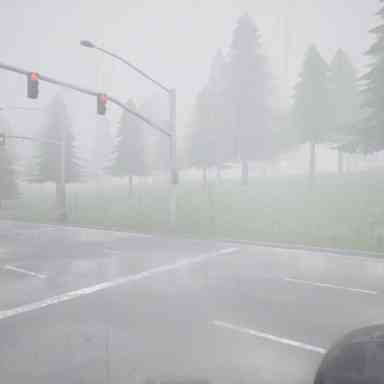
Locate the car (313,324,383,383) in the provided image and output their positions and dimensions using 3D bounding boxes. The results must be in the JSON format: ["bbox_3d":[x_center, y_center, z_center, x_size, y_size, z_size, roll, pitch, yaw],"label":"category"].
[{"bbox_3d":[3.180,1.505,1.718,4.892,1.490,1.837,0,0,36],"label":"car"}]
